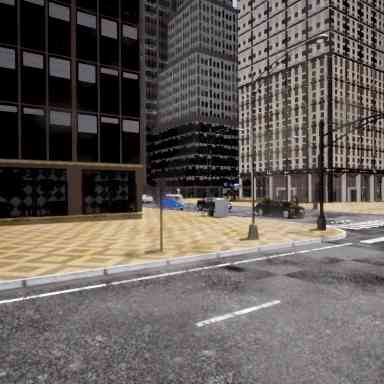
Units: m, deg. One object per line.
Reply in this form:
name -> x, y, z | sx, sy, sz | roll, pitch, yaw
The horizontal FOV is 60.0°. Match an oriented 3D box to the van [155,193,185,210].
van -> -2.389, 1.211, 39.506 | 1.690, 1.788, 3.998 | 0, 0, -34

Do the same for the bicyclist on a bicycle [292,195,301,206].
bicyclist on a bicycle -> 11.998, 1.119, 38.415 | 1.656, 1.620, 0.582 | -1, 1, -34

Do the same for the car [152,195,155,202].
car -> -3.226, 1.349, 45.388 | 1.812, 1.442, 4.674 | -1, 1, -34

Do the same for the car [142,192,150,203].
car -> -8.554, 1.254, 58.998 | 1.812, 1.442, 4.674 | -1, 1, -34

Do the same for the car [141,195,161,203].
car -> -7.829, 1.239, 62.563 | 1.887, 1.381, 4.507 | 0, 0, -34

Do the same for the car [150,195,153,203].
car -> -4.732, 1.036, 57.969 | 2.192, 1.841, 5.009 | 0, 0, -34

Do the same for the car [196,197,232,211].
car -> 2.417, 1.362, 37.004 | 2.128, 1.511, 4.902 | -1, 1, -34

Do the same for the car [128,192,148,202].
car -> -10.927, 0.982, 67.155 | 2.192, 1.841, 5.009 | 0, 0, -34

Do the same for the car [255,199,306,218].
car -> 7.684, 1.420, 29.191 | 1.837, 1.490, 4.892 | -1, 1, -34
